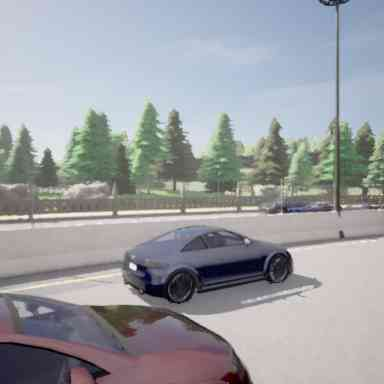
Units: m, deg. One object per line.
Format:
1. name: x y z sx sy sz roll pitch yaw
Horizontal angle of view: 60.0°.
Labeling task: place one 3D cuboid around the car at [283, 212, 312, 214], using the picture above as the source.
1. car: 9.343 1.385 24.664 4.718 1.301 1.895 0 0 -23

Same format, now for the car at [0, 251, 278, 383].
1. car: -1.496 1.551 2.518 4.181 1.385 1.994 -1 0 -35

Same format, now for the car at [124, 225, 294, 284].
1. car: 0.472 1.503 7.992 4.181 1.385 1.994 0 0 -32

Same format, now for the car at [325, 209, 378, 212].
1. car: 11.190 1.364 21.610 4.181 1.385 1.994 0 0 -22
